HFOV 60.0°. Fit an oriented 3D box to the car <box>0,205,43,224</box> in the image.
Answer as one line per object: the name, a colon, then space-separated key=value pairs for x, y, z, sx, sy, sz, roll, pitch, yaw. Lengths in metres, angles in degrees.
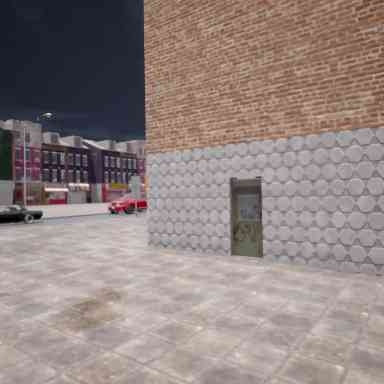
car: x=-12.475 y=1.551 z=21.826 sx=1.895 sy=1.301 sz=4.718 roll=-2 pitch=0 yaw=35

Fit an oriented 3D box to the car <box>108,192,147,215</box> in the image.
car: x=-5.451 y=1.041 z=31.836 sx=2.150 sy=2.045 sz=5.566 roll=-2 pitch=0 yaw=35
